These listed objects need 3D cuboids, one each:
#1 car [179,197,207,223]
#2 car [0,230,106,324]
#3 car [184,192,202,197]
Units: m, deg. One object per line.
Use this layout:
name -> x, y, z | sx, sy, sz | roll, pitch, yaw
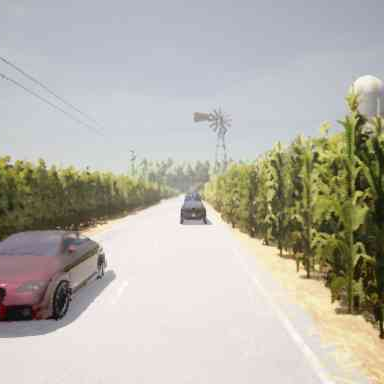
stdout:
car -> 0.099, 1.371, 24.546 | 1.882, 1.535, 5.008 | 0, 0, 0
car -> -3.251, 1.534, 7.108 | 1.994, 1.385, 4.181 | 0, 0, 0
car -> 0.101, 1.036, 43.390 | 2.150, 2.045, 5.566 | 0, 0, 0
